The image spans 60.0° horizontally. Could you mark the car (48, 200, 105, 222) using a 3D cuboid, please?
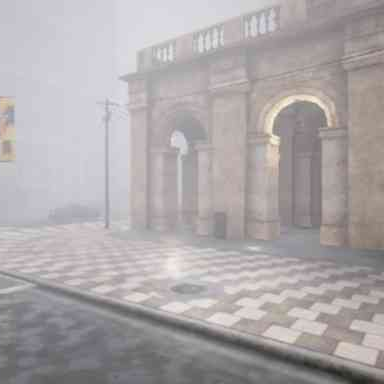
[{"bbox_3d":[-9.742,1.633,27.767,1.994,1.385,4.181,0,0,35],"label":"car"}]

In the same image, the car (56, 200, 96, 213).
[{"bbox_3d":[-13.985,1.664,40.334,1.994,1.385,4.181,0,0,35],"label":"car"}]
